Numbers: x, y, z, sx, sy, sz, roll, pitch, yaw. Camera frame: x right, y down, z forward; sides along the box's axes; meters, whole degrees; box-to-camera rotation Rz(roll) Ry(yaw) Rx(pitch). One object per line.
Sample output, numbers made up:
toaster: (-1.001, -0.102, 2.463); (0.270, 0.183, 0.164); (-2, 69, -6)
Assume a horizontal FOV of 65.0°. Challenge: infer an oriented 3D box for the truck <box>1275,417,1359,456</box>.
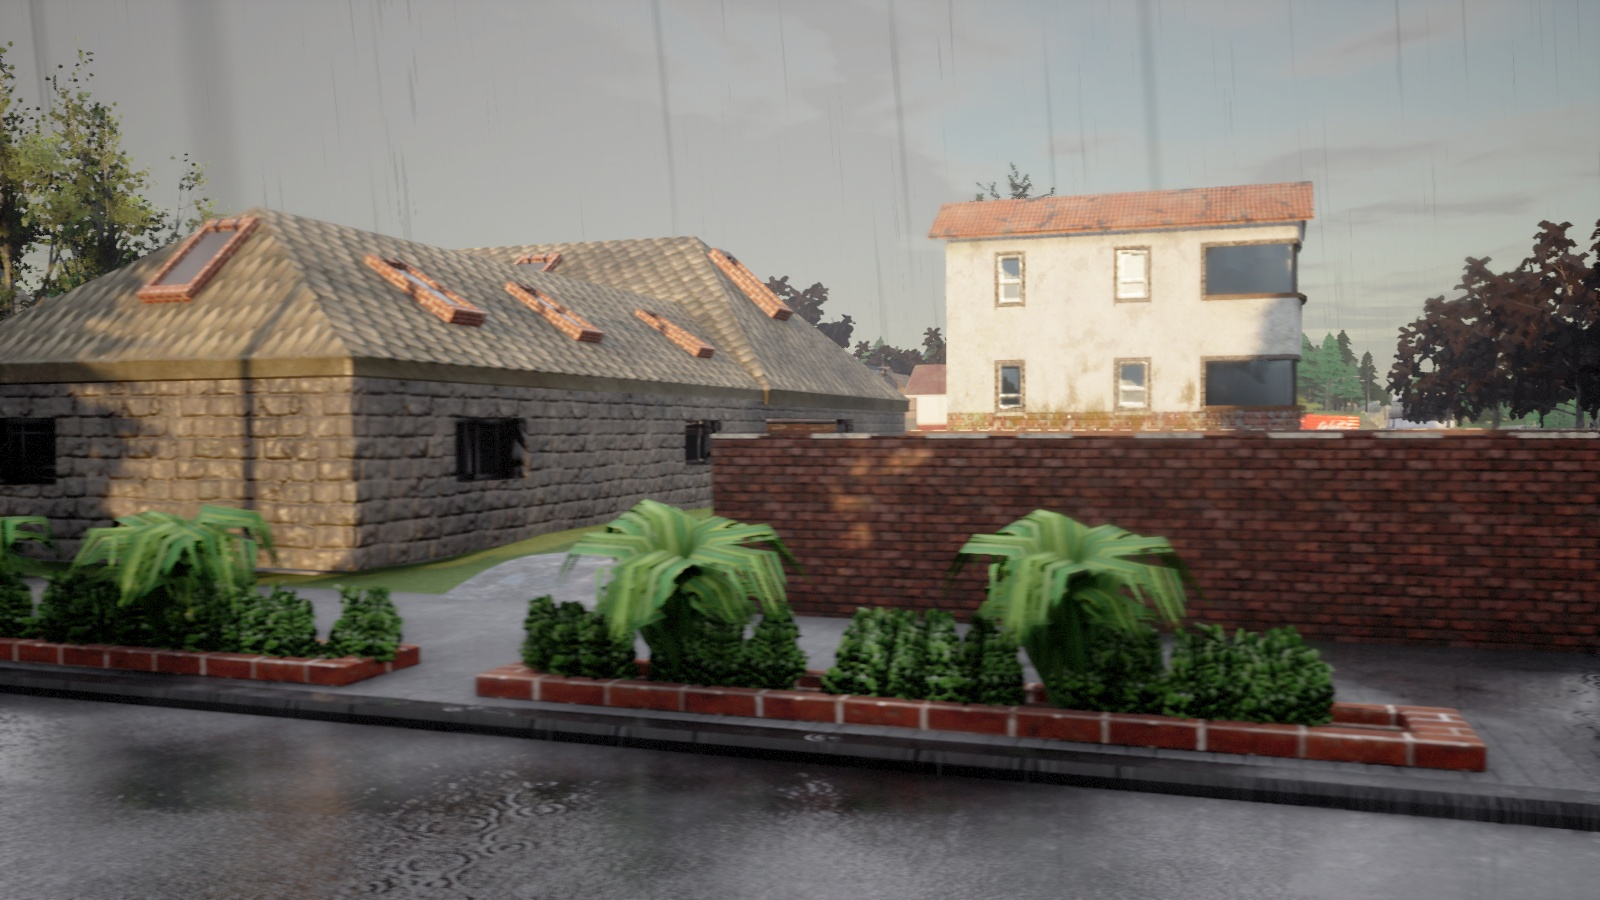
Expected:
truck: (36.219, -0.964, 88.139); (5.204, 2.467, 2.627); (2, 3, 20)
